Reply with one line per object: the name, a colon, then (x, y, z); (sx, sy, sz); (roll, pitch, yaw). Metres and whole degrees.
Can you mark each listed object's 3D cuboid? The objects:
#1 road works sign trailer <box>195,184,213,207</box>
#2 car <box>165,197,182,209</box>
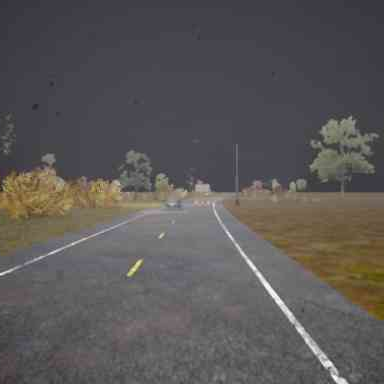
road works sign trailer: (1.604, 0.419, 51.558); (2.380, 3.560, 2.880); (0, 0, 4)
car: (-2.402, 1.452, 43.682); (2.128, 1.511, 4.902); (0, 0, 3)
